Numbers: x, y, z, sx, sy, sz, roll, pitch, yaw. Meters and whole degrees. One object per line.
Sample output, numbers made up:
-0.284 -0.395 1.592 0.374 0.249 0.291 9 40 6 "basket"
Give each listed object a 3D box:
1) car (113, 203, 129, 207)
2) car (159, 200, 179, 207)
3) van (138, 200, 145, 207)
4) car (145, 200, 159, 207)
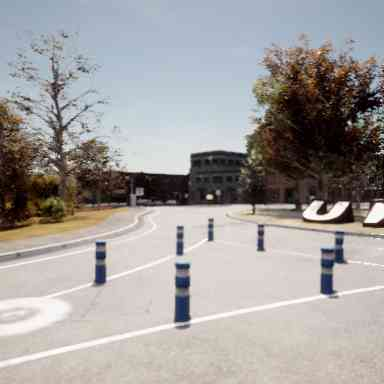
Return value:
-18.814 3.730 90.586 2.002 1.452 4.674 1 -3 -40 "car"
-4.695 2.618 73.700 2.002 1.452 4.674 3 -5 -40 "car"
-11.825 2.913 82.216 1.878 1.987 4.442 1 -3 -40 "van"
-8.226 2.885 77.903 2.163 1.488 4.792 1 -3 -40 "car"
